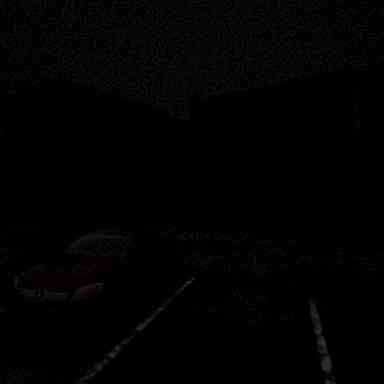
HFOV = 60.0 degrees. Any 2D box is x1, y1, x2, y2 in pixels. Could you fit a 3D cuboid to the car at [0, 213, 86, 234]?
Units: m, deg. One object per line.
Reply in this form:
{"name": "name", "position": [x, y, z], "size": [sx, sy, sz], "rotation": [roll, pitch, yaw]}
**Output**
{"name": "car", "position": [-4.166, 1.504, 9.035], "size": [2.163, 1.488, 4.792], "rotation": [1, -1, 16]}

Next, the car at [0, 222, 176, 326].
{"name": "car", "position": [-1.716, 1.519, 7.318], "size": [2.002, 1.452, 4.674], "rotation": [1, -1, 16]}

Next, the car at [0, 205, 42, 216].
{"name": "car", "position": [-6.585, 1.348, 10.844], "size": [2.185, 1.767, 4.553], "rotation": [1, -1, 16]}
